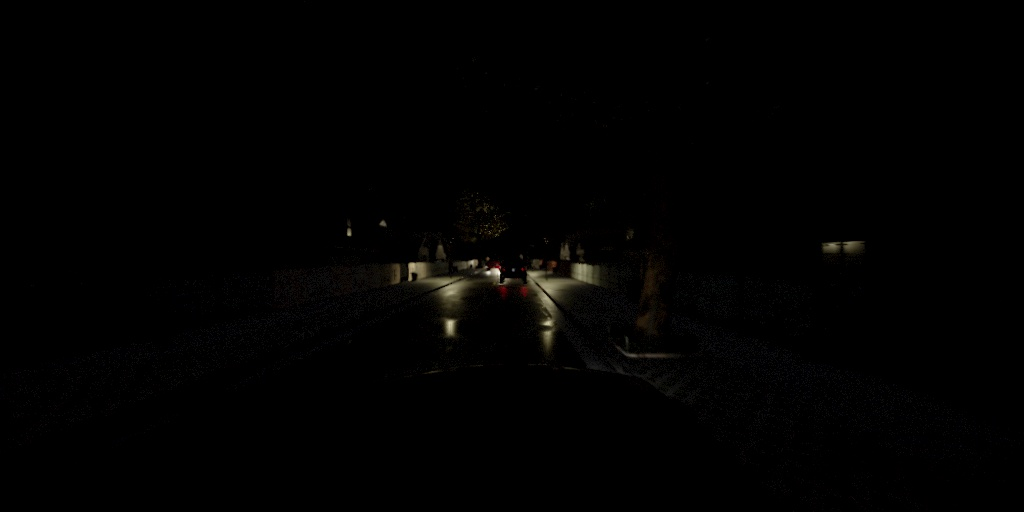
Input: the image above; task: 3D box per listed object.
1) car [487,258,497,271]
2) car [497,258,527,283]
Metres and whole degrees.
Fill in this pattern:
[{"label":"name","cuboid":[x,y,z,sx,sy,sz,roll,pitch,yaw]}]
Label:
[{"label":"car","cuboid":[-2.745,1.299,56.582,2.150,2.045,5.566,0,-1,0]},{"label":"car","cuboid":[0.105,1.142,29.930,2.150,2.045,5.566,0,0,0]}]
